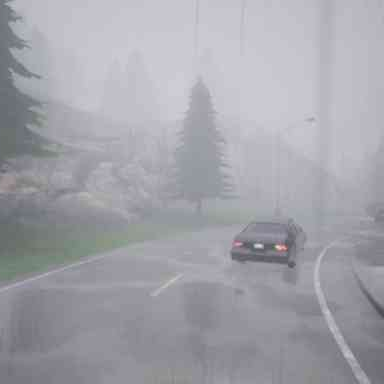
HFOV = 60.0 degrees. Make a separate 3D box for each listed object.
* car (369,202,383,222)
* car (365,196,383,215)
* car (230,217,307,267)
[{"bbox_3d":[15.958,1.670,25.620,4.181,1.385,1.994,0,0,-32],"label":"car"},{"bbox_3d":[19.072,1.350,31.511,5.566,2.045,2.150,0,0,-24],"label":"car"},{"bbox_3d":[2.873,1.578,11.692,2.033,1.411,5.357,0,0,23],"label":"car"}]
